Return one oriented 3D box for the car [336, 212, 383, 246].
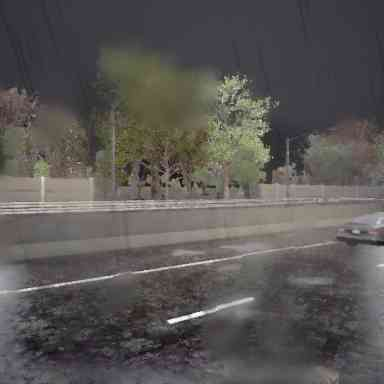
[{"bbox_3d":[8.269,1.563,14.067,5.357,1.411,2.033,0,0,-35],"label":"car"}]
